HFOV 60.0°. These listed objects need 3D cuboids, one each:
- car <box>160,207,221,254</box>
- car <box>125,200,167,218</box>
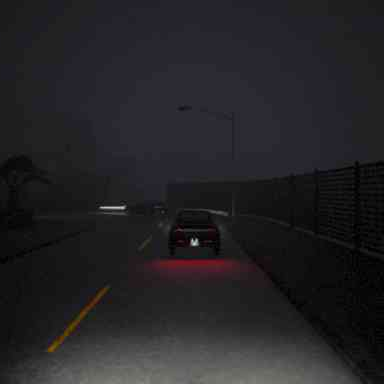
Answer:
[{"bbox_3d":[0.094,1.497,13.476,2.128,1.511,4.902,0,0,0],"label":"car"},{"bbox_3d":[-4.240,1.503,30.409,4.902,1.511,2.128,0,-1,45],"label":"car"}]
